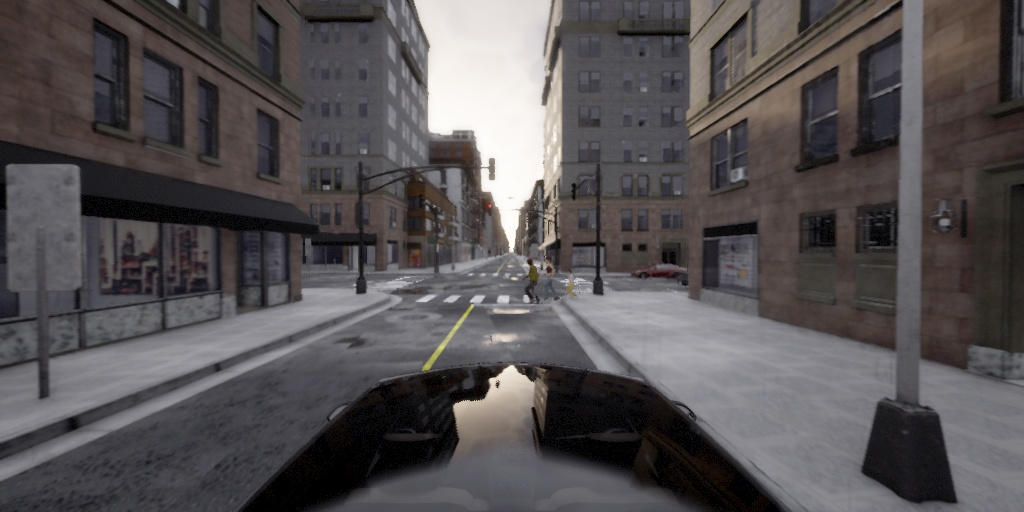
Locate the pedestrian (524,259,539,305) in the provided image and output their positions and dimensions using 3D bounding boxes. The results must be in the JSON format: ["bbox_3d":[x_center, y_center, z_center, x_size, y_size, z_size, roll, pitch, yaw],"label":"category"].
[{"bbox_3d":[0.754,0.943,13.804,0.375,1.860,0.375,0,1,0],"label":"pedestrian"}]

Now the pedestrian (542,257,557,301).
[{"bbox_3d":[1.561,0.933,15.005,0.375,1.860,0.375,0,1,0],"label":"pedestrian"}]

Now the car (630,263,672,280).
[{"bbox_3d":[11.638,1.217,28.612,4.207,1.307,1.802,0,0,0],"label":"car"}]

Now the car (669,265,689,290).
[{"bbox_3d":[11.608,1.304,20.087,4.403,1.370,2.007,0,0,0],"label":"car"}]

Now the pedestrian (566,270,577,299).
[{"bbox_3d":[2.400,1.068,14.407,0.375,1.300,0.375,0,1,0],"label":"pedestrian"}]
